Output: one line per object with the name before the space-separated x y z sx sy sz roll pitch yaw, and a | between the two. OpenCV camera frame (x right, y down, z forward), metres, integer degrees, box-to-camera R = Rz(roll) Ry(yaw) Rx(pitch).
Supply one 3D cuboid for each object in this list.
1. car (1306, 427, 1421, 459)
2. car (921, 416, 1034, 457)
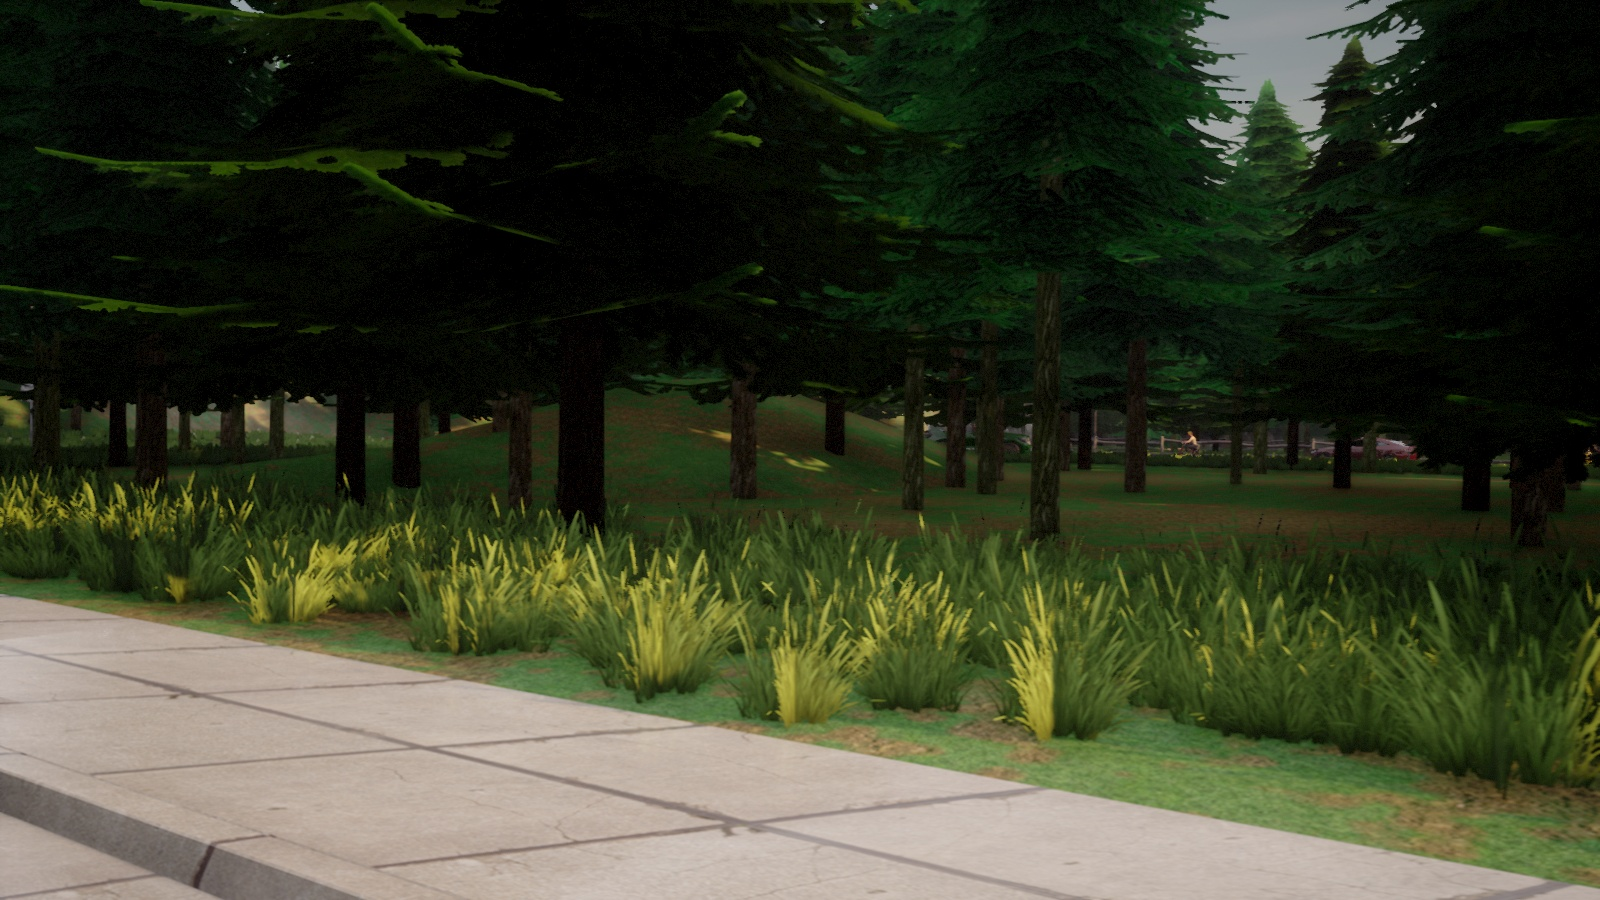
car | 26.340 -0.349 58.743 4.674 1.442 1.812 0 1 35
car | 9.124 -0.689 64.469 5.566 2.045 2.150 0 1 14
